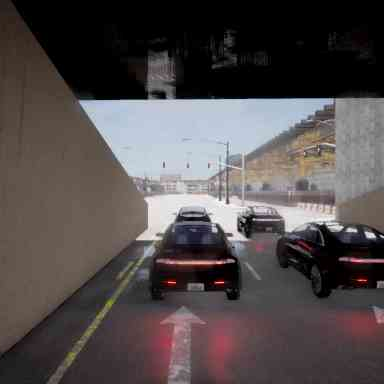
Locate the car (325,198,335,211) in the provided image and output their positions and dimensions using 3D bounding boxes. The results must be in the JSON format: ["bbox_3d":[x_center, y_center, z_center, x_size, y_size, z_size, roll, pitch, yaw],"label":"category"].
[{"bbox_3d":[17.320,1.453,35.476,2.038,1.542,4.974,0,0,-35],"label":"car"}]

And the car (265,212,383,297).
[{"bbox_3d":[3.561,1.492,8.557,2.128,1.511,4.902,0,0,0],"label":"car"}]

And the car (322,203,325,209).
[{"bbox_3d":[17.410,1.453,40.083,2.038,1.542,4.974,0,0,45],"label":"car"}]

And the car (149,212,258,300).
[{"bbox_3d":[0.064,1.492,8.395,2.128,1.511,4.902,0,0,0],"label":"car"}]

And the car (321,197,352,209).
[{"bbox_3d":[17.446,1.295,40.120,1.853,1.218,4.536,0,0,45],"label":"car"}]

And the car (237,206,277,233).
[{"bbox_3d":[3.541,1.491,17.690,2.128,1.511,4.902,0,0,0],"label":"car"}]

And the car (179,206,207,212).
[{"bbox_3d":[0.043,1.505,17.515,1.837,1.490,4.892,0,0,0],"label":"car"}]
